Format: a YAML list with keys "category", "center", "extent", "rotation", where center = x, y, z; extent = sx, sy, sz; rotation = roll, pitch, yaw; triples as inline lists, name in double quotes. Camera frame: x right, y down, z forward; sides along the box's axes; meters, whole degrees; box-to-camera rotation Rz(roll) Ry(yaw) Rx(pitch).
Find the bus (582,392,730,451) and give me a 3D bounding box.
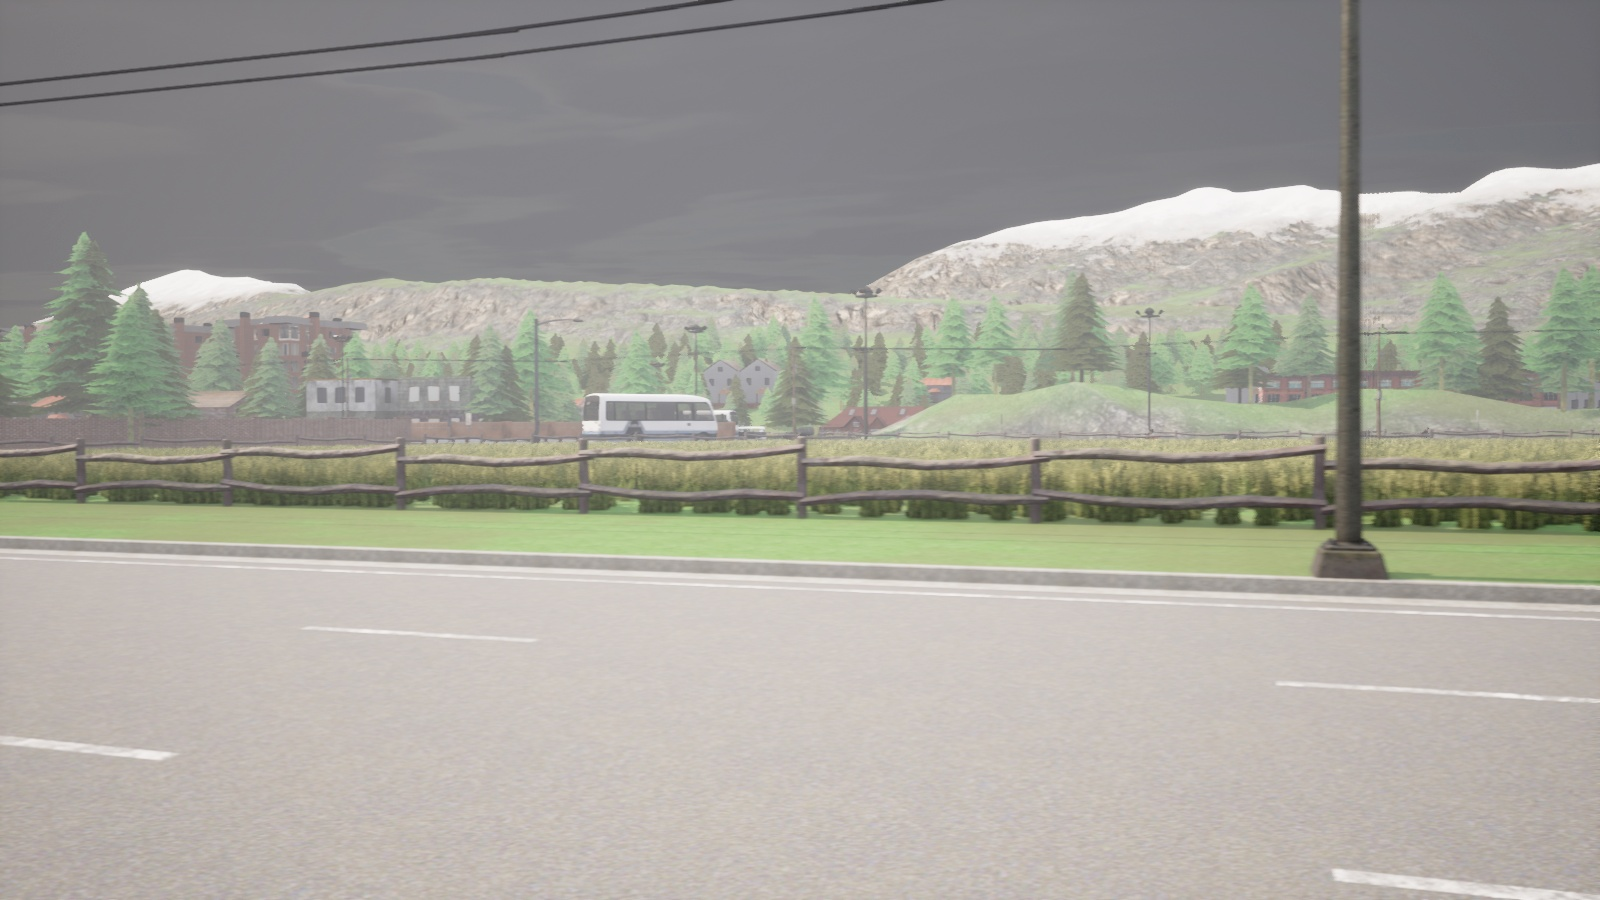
- category: "bus"
  center: [-10.667, -2.092, 93.764]
  extent: [10.273, 4.253, 3.944]
  rotation: [0, 1, -34]
